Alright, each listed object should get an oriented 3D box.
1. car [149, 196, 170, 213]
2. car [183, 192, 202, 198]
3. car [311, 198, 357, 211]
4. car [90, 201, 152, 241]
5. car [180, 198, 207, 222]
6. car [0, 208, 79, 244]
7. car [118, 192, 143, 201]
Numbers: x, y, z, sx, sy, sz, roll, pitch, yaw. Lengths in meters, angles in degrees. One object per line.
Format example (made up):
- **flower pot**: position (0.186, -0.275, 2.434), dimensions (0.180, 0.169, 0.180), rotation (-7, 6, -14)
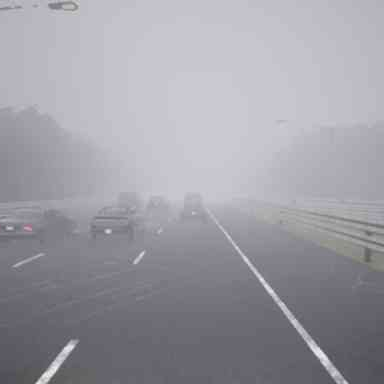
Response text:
- **car**: position (-3.403, 1.170, 34.130), dimensions (2.097, 1.767, 4.553), rotation (0, 0, 0)
- **car**: position (0.096, 1.008, 40.837), dimensions (2.150, 2.045, 5.566), rotation (0, 1, 0)
- **car**: position (14.043, 1.381, 33.295), dimensions (1.801, 1.575, 5.366), rotation (0, 0, -15)
- **car**: position (-3.397, 1.393, 15.944), dimensions (2.128, 1.511, 4.902), rotation (1, 0, 0)
- **car**: position (0.097, 1.429, 25.152), dimensions (1.994, 1.385, 4.181), rotation (0, 0, 0)
- **car**: position (-6.902, 1.435, 15.137), dimensions (2.033, 1.411, 5.357), rotation (1, 0, 0)
- **car**: position (-6.904, 1.022, 37.671), dimensions (2.150, 2.045, 5.566), rotation (0, 0, 0)
